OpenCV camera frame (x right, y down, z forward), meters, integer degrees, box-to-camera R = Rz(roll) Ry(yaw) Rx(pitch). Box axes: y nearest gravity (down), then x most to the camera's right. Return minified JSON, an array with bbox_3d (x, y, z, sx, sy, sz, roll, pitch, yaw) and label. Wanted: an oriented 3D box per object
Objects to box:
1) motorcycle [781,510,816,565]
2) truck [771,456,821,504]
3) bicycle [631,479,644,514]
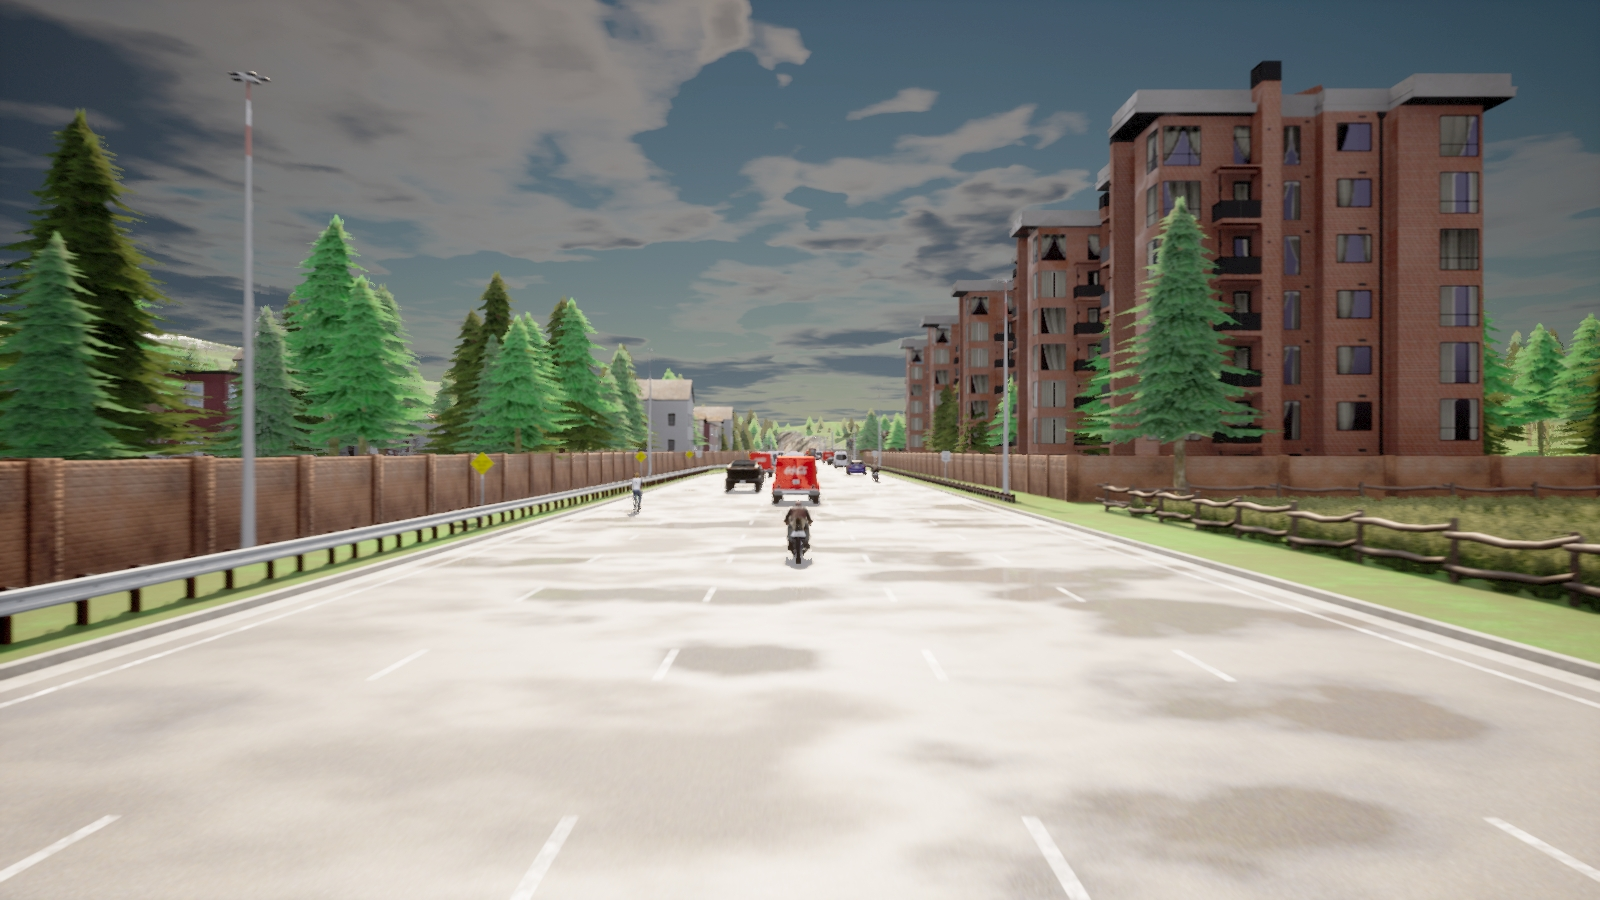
[{"bbox_3d":[-0.041,2.205,29.259,0.867,1.251,2.209,0,0,0],"label":"motorcycle"},{"bbox_3d":[-0.225,1.568,62.440,2.627,2.467,5.204,0,0,0],"label":"truck"},{"bbox_3d":[-7.176,2.056,50.469,0.373,1.496,1.643,0,0,0],"label":"bicycle"}]
